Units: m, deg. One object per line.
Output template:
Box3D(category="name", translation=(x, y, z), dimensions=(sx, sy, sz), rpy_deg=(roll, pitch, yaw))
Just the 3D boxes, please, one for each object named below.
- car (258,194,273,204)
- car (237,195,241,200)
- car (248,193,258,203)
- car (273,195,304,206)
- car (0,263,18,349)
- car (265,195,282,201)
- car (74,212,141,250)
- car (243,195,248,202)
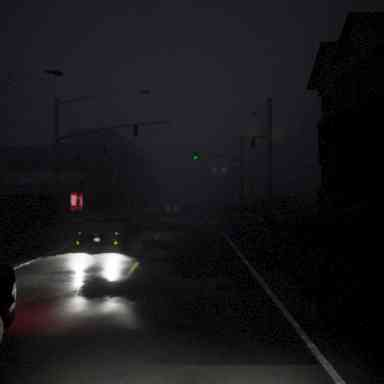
Box3D(category="car", translation=(14.206, 1.276, 55.808), dimensions=(5.027, 1.636, 2.152), rpy_deg=(0, 0, 0))
Box3D(category="car", translation=(13.953, 1.559, 90.091), dimensions=(3.633, 1.501, 1.845), rpy_deg=(0, 0, 0))
Box3D(category="car", translation=(14.215, 1.223, 68.602), dimensions=(3.866, 1.878, 1.905), rpy_deg=(0, 0, 0))
Box3D(category="car", translation=(14.526, 1.343, 49.390), dimensions=(3.806, 1.475, 1.970), rpy_deg=(0, 0, 0))
Box3D(category="car", translation=(-3.589, 1.483, 2.989), dimensions=(1.882, 1.535, 5.008), rpy_deg=(0, 0, 0))
Box3D(category="car", translation=(21.372, 1.566, 87.106), dimensions=(3.806, 1.475, 1.970), rpy_deg=(0, 0, 0))
Box3D(category="car", translation=(-3.498, 1.590, 14.390), dimensions=(1.994, 1.385, 4.181), rpy_deg=(0, 0, 2))
Box3D(category="car", translation=(13.804, 1.248, 71.508), dimensions=(4.605, 1.855, 1.932), rpy_deg=(0, 0, 0))
